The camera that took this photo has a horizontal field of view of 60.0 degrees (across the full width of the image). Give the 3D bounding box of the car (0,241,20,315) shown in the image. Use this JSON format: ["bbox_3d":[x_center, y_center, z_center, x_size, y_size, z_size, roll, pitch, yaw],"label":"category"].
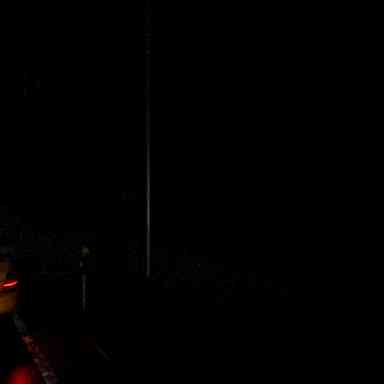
[{"bbox_3d":[-4.936,1.457,6.920,1.801,1.575,5.366,0,0,-37],"label":"car"}]
